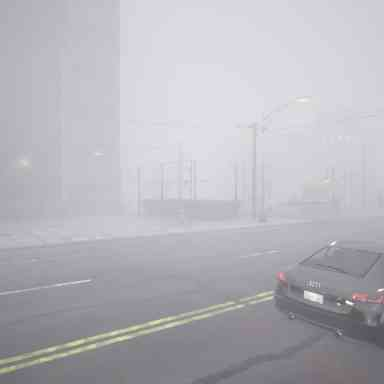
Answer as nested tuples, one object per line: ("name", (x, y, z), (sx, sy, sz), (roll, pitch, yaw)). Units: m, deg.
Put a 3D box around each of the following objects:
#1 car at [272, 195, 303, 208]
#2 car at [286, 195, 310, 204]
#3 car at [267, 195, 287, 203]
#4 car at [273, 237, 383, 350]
("car", (13.347, 1.254, 44.710), (4.553, 1.767, 2.185), (0, 0, -36))
("car", (20.261, 1.420, 63.769), (4.674, 1.452, 2.002), (0, 0, -36))
("car", (17.356, 1.452, 67.771), (3.806, 1.475, 1.970), (0, 0, -36))
("car", (3.480, 1.564, 6.227), (4.181, 1.385, 1.994), (0, 0, -35))
